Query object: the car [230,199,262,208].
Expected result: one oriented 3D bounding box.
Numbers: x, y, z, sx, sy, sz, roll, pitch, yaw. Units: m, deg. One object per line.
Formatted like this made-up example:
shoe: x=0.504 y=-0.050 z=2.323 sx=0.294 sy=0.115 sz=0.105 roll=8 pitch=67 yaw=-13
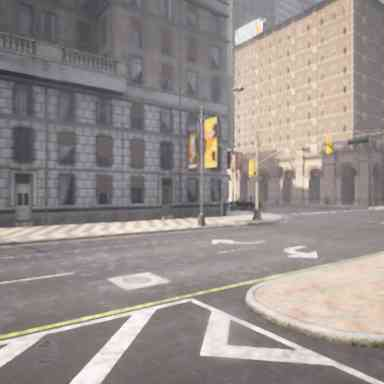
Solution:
car: x=7.631 y=1.595 z=46.752 sx=1.895 sy=1.301 sz=4.718 roll=0 pitch=0 yaw=-36
